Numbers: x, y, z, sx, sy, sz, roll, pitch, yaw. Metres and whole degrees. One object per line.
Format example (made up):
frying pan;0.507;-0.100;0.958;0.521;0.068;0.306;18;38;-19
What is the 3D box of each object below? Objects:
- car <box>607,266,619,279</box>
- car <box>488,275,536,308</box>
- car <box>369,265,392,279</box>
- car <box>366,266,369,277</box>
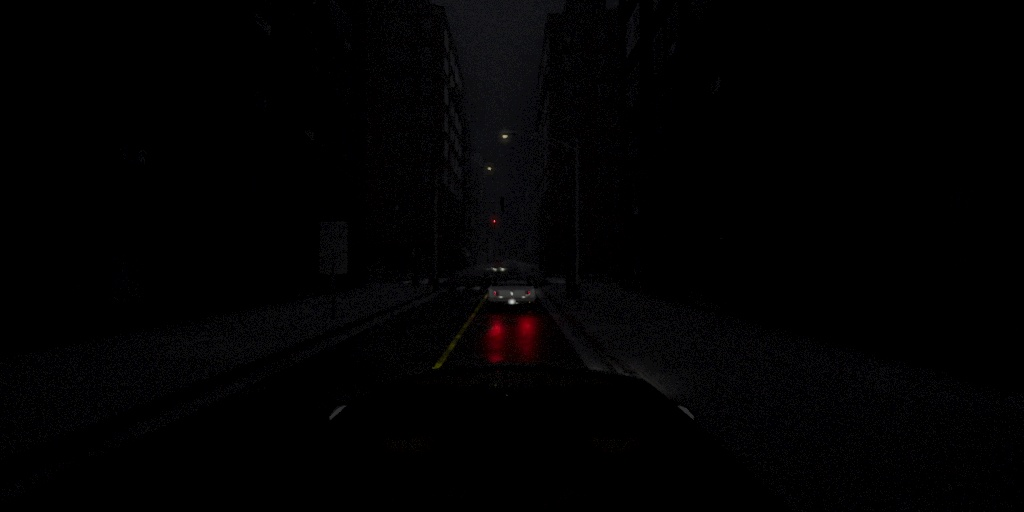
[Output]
car;12.355;1.347;36.679;5.009;1.841;2.192;0;0;0
car;0.003;1.480;15.955;1.895;1.301;4.718;0;0;0
car;-14.528;1.624;36.721;4.313;1.339;1.948;0;0;0
car;-14.380;1.549;28.695;4.829;1.417;1.751;0;0;0
